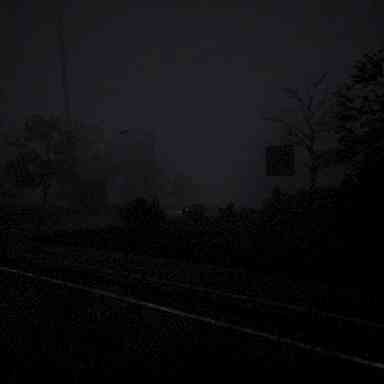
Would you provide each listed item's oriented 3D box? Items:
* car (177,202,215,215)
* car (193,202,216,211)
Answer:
[{"bbox_3d":[0.520,1.997,39.618,1.994,1.385,4.181,-3,-2,32],"label":"car"},{"bbox_3d":[2.070,2.362,55.326,1.994,1.385,4.181,-3,-2,33],"label":"car"}]
